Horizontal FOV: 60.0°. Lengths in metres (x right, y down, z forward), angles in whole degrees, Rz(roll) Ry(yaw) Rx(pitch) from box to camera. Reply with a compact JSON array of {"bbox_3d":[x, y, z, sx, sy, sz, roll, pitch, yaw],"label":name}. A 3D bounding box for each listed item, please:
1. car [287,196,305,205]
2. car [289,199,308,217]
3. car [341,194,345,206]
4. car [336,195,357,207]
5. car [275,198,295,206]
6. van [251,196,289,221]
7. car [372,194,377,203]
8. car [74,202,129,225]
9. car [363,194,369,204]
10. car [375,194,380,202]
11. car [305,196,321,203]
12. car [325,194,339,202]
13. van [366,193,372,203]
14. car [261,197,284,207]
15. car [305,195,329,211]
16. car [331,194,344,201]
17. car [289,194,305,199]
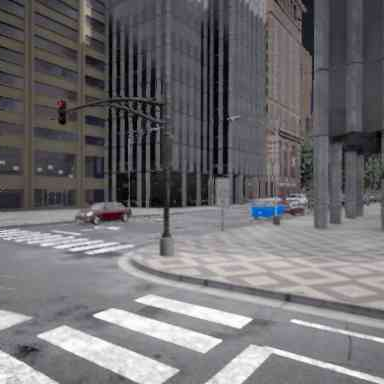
[{"bbox_3d":[18.782,1.483,60.124,1.967,1.590,4.097,0,0,36],"label":"car"},{"bbox_3d":[9.776,1.680,33.081,1.802,1.307,4.206,1,0,36],"label":"car"},{"bbox_3d":[19.329,1.401,46.315,2.192,1.841,5.009,0,0,36],"label":"car"},{"bbox_3d":[25.698,1.408,55.139,2.192,1.841,5.009,0,0,36],"label":"car"},{"bbox_3d":[15.597,1.621,55.713,1.802,1.307,4.206,0,0,36],"label":"car"},{"bbox_3d":[6.592,1.447,28.668,1.690,1.788,3.998,1,0,36],"label":"van"},{"bbox_3d":[38.436,1.672,72.788,1.947,1.339,4.313,0,0,36],"label":"car"},{"bbox_3d":[-6.691,1.512,24.833,1.967,1.590,4.097,1,0,36],"label":"car"},{"bbox_3d":[32.067,1.644,63.963,1.887,1.381,4.507,0,0,36],"label":"car"},{"bbox_3d":[41.621,1.655,77.200,1.887,1.381,4.507,0,0,36],"label":"car"},{"bbox_3d":[25.150,1.600,68.948,2.008,1.369,4.403,0,0,36],"label":"car"},{"bbox_3d":[34.704,1.375,82.182,2.192,1.841,5.009,0,0,36],"label":"car"},{"bbox_3d":[35.252,1.444,68.375,1.690,1.788,3.998,0,0,36],"label":"van"},{"bbox_3d":[12.413,1.581,51.302,1.887,1.381,4.507,0,0,36],"label":"car"},{"bbox_3d":[16.144,1.526,41.903,1.967,1.590,4.097,0,0,36],"label":"car"},{"bbox_3d":[37.889,1.380,86.593,2.192,1.841,5.009,0,0,36],"label":"car"},{"bbox_3d":[16.152,1.275,51.757,2.150,2.045,5.566,0,0,36],"label":"car"}]
